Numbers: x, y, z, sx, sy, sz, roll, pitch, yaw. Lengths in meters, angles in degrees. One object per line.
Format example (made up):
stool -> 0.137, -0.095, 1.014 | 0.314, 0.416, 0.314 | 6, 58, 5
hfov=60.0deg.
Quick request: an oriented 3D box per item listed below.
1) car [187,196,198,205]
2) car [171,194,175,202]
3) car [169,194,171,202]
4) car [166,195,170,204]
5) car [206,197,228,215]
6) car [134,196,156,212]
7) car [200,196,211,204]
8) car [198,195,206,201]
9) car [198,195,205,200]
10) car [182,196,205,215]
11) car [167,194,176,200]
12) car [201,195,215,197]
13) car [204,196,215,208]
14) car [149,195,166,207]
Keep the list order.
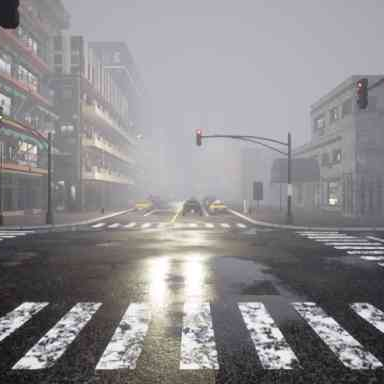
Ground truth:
car -> 0.078, 1.575, 61.255 | 1.812, 1.442, 4.674 | 0, 0, 0
car -> -5.716, 1.624, 78.104 | 1.887, 1.381, 4.507 | 0, 0, 0
car -> -5.711, 1.584, 66.855 | 1.752, 1.417, 4.829 | 0, 0, 0
car -> -5.710, 1.601, 61.486 | 2.008, 1.369, 4.403 | 0, 0, 0
car -> 2.681, 1.543, 33.964 | 1.752, 1.417, 4.829 | 0, 0, 0
car -> -5.702, 1.547, 39.159 | 1.752, 1.417, 4.829 | 0, 0, 0
car -> 2.669, 1.610, 67.029 | 2.008, 1.369, 4.403 | 0, 0, 0
car -> 2.661, 1.628, 89.356 | 1.752, 1.417, 4.829 | 0, 0, 0
car -> 2.659, 1.666, 94.725 | 2.008, 1.369, 4.403 | 0, 0, 0
car -> 0.061, 1.524, 33.989 | 1.837, 1.490, 4.892 | 0, 0, 0
car -> -5.721, 1.430, 94.722 | 2.192, 1.841, 5.009 | 0, 0, 0
car -> 2.676, 1.349, 50.411 | 2.192, 1.841, 5.009 | 0, 0, 0
car -> 2.677, 1.610, 44.872 | 1.802, 1.307, 4.206 | 0, 0, 0
car -> -5.705, 1.349, 50.408 | 2.192, 1.841, 5.009 | 0, 0, 0
